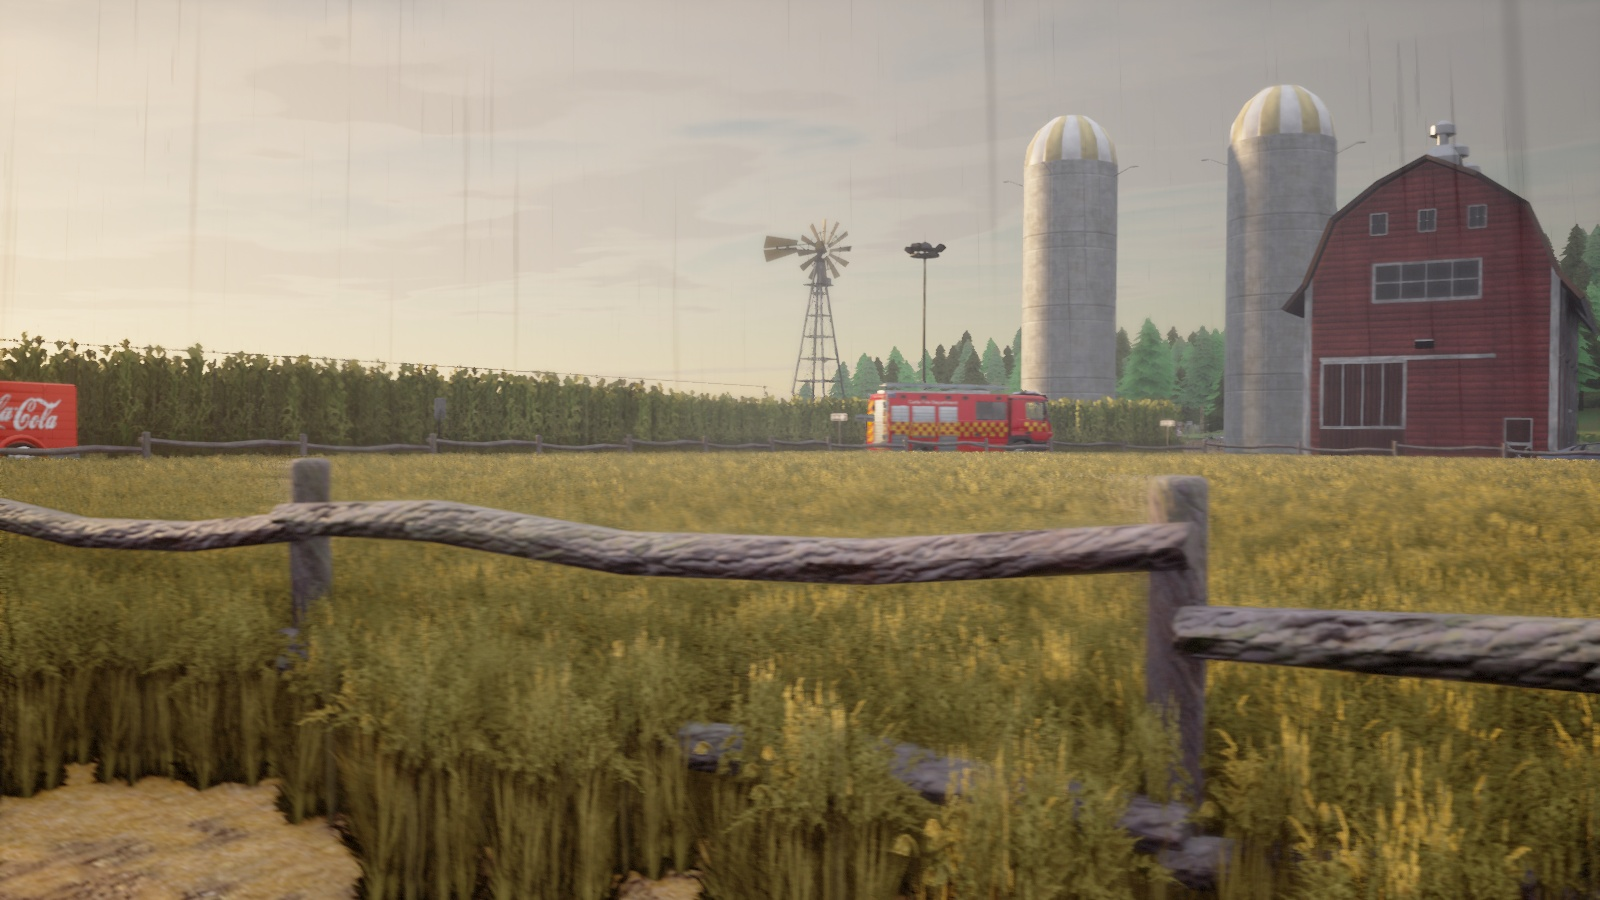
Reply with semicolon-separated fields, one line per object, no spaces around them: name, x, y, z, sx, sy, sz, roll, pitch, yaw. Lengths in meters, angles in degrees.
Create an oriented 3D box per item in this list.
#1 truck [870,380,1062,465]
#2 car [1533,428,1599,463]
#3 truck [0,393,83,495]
truck;7.807;-1.303;59.079;8.468;3.827;2.891;-1;1;-17
car;33.104;-0.214;51.368;5.357;1.411;2.033;0;1;31
truck;-20.959;-0.144;30.823;2.627;2.467;5.204;0;0;34
